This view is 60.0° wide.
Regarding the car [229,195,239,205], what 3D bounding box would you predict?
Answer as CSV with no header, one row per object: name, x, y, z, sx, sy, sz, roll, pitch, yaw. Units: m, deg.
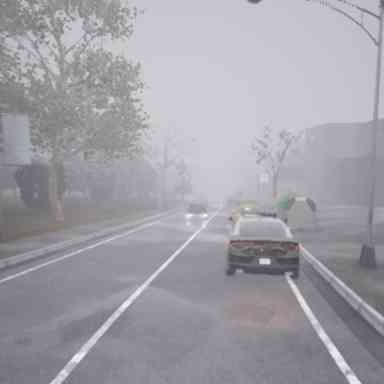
car,4.258,1.301,26.172,2.097,1.767,4.553,1,0,8

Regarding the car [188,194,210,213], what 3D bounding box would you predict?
car,0.761,1.331,34.900,1.882,1.535,5.008,1,0,8

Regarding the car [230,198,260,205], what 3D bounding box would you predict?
car,3.458,1.424,20.419,1.801,1.575,5.366,1,0,8

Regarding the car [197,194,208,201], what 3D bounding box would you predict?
car,2.333,1.208,75.293,1.994,1.385,4.181,0,0,-4

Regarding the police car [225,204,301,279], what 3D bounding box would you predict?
police car,2.066,1.425,10.389,1.930,1.638,5.238,1,0,8

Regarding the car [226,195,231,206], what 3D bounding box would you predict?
car,6.102,1.203,49.015,2.097,1.767,4.553,1,0,5
